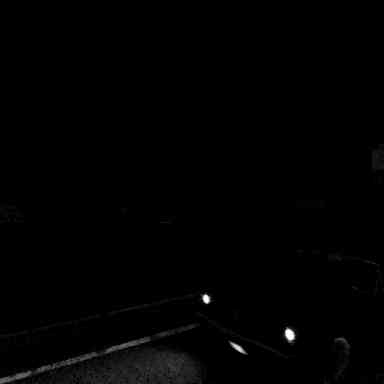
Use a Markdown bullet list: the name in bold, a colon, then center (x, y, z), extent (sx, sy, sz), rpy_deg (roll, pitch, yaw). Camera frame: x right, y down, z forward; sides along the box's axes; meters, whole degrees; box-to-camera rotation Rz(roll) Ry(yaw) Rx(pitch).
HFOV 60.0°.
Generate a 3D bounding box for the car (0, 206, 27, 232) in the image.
- **car**: center (-10.665, 1.491, 18.920), extent (2.002, 1.452, 4.674), rpy_deg (0, 0, -35)

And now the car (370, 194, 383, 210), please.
- **car**: center (23.911, 1.385, 43.479), extent (2.185, 1.767, 4.553), rpy_deg (1, 0, -35)

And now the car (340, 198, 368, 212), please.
- **car**: center (17.083, 1.458, 38.662), extent (2.097, 1.535, 5.008), rpy_deg (0, 0, -35)

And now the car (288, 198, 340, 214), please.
- **car**: center (12.551, 1.441, 35.426), extent (2.097, 1.535, 5.008), rpy_deg (0, 0, -35)

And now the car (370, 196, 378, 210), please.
- **car**: center (19.355, 1.513, 40.275), extent (2.002, 1.452, 4.674), rpy_deg (0, 0, -35)

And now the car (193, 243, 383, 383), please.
- **car**: center (2.362, 1.596, 5.365), extent (4.718, 1.301, 1.895), rpy_deg (0, 0, -35)
